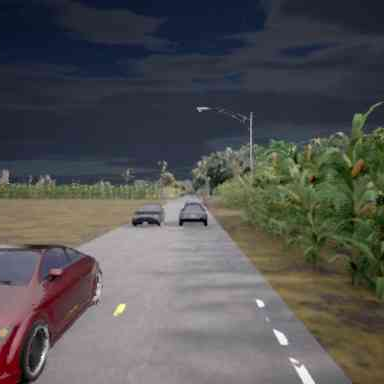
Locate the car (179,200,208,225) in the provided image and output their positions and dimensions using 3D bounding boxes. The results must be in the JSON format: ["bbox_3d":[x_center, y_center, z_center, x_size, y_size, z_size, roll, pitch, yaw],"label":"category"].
[{"bbox_3d":[0.088,1.539,23.902,1.994,1.385,4.181,0,0,0],"label":"car"}]

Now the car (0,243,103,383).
[{"bbox_3d":[-2.832,1.559,5.241,1.994,1.385,4.181,0,0,0],"label":"car"}]

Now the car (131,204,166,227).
[{"bbox_3d":[-2.810,1.524,22.790,2.033,1.411,5.357,0,0,0],"label":"car"}]
